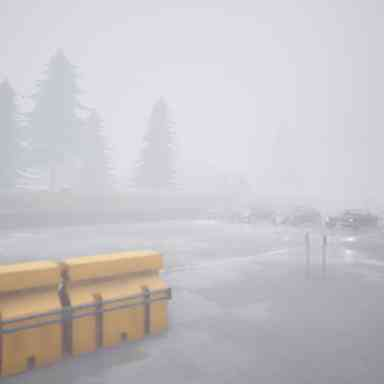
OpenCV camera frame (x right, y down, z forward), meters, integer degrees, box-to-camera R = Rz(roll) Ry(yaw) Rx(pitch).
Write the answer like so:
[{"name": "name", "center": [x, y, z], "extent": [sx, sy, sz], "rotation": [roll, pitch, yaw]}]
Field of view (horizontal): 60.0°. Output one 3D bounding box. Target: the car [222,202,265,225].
[{"name": "car", "center": [4.838, 1.582, 26.247], "extent": [4.553, 1.767, 2.097], "rotation": [0, -1, -43]}]

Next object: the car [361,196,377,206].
[{"name": "car", "center": [31.460, 1.793, 58.981], "extent": [2.150, 2.045, 5.566], "rotation": [0, 0, 31]}]

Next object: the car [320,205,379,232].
[{"name": "car", "center": [10.625, 1.797, 22.038], "extent": [4.718, 1.301, 1.895], "rotation": [0, -1, -44]}]

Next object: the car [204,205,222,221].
[{"name": "car", "center": [2.981, 1.819, 29.290], "extent": [4.181, 1.385, 1.994], "rotation": [0, -1, -44]}]

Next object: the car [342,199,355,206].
[{"name": "car", "center": [29.279, 2.016, 62.194], "extent": [1.837, 1.490, 4.892], "rotation": [0, -1, 30]}]

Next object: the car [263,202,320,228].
[{"name": "car", "center": [7.619, 1.704, 24.048], "extent": [4.902, 1.511, 2.128], "rotation": [1, -1, -43]}]
